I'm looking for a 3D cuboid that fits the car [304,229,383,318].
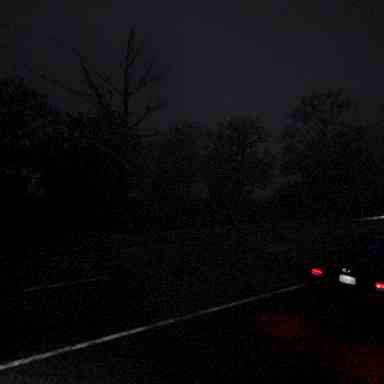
[{"bbox_3d":[4.664,1.511,7.079,5.357,1.411,2.033,0,0,-36],"label":"car"}]
